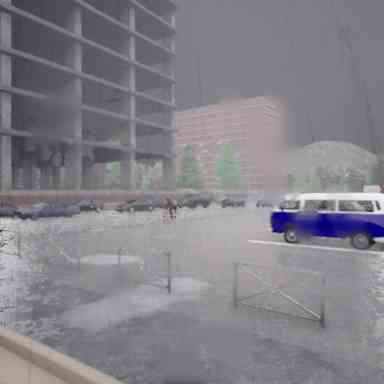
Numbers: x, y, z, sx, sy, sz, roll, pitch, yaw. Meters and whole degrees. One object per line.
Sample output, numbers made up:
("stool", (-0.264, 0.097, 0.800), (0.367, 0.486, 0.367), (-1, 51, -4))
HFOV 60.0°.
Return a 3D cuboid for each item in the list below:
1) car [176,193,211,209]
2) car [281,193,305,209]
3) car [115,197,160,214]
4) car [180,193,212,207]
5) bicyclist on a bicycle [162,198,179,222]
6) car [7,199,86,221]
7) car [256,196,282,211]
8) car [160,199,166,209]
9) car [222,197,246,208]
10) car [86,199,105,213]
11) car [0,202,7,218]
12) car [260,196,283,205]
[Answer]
("car", (0.148, 1.190, 44.532), (2.150, 2.045, 5.566), (0, 0, 35))
("car", (16.411, 1.184, 55.088), (2.150, 2.045, 5.566), (0, 0, 35))
("car", (-6.042, 1.473, 35.816), (1.837, 1.490, 4.892), (0, 0, 35))
("car", (0.751, 1.193, 51.394), (2.150, 2.045, 5.566), (0, 0, 35))
("bicyclist on a bicycle", (-1.534, 1.261, 23.175), (1.656, 1.620, 0.582), (0, 0, 35))
("car", (-11.880, 1.515, 27.569), (2.033, 1.411, 5.357), (0, 0, 35))
("car", (10.632, 1.526, 46.919), (1.994, 1.385, 4.181), (0, 0, 35))
("car", (-5.390, 1.463, 42.784), (2.128, 1.511, 4.902), (0, 0, 35))
("car", (5.894, 1.465, 46.281), (1.837, 1.490, 4.892), (0, -2, 35))
("car", (-11.327, 1.463, 34.407), (2.128, 1.511, 4.902), (0, 0, 35))
("car", (-16.382, 1.535, 27.265), (1.994, 1.385, 4.181), (0, 0, 35))
("car", (13.747, 1.457, 57.378), (2.128, 1.511, 4.902), (0, 0, 35))
